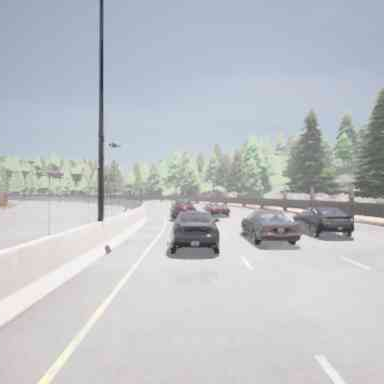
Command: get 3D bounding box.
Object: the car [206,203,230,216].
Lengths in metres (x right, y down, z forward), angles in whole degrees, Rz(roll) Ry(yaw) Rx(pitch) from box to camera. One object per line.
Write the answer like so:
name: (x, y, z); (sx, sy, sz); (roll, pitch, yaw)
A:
car: (2.334, 1.696, 33.042); (1.895, 1.301, 4.718); (0, 0, -8)

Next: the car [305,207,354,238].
car: (7.044, 1.554, 18.315); (2.128, 1.511, 4.902); (0, 0, -1)

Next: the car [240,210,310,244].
car: (3.584, 1.598, 15.993); (2.033, 1.411, 5.357); (0, 0, -1)

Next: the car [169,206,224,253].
car: (0.106, 1.543, 13.866); (1.837, 1.490, 4.892); (0, 0, 0)

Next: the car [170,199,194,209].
car: (-0.905, 1.436, 30.960); (2.097, 1.767, 4.553); (0, 0, -7)
